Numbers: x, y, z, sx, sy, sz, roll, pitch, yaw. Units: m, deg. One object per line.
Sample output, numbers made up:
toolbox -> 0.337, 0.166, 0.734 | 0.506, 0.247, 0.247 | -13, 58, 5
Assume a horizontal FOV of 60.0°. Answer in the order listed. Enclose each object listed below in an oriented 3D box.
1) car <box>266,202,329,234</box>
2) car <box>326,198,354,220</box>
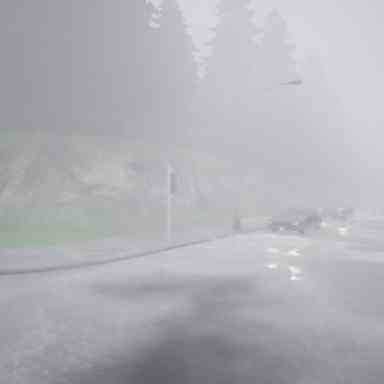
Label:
car -> 6.252, 1.552, 19.733 | 2.033, 1.411, 5.357 | 0, 0, 36
car -> 12.037, 1.357, 27.820 | 2.097, 1.767, 4.553 | 0, 0, 36
